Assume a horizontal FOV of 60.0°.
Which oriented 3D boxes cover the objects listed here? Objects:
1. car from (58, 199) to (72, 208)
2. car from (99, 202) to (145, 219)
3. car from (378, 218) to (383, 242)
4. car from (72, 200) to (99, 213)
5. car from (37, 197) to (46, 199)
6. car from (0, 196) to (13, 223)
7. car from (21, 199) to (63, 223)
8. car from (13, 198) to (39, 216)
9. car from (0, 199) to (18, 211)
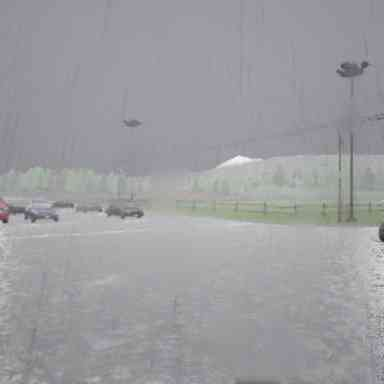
[{"bbox_3d":[-17.830,1.685,46.433,1.895,1.301,4.718,0,0,-36],"label":"car"},{"bbox_3d":[-6.289,1.633,30.463,2.033,1.411,5.357,0,0,-36],"label":"car"},{"bbox_3d":[10.892,1.476,15.817,4.553,1.767,2.097,0,0,-36],"label":"car"},{"bbox_3d":[-11.708,1.649,37.947,1.994,1.385,4.181,0,0,-37],"label":"car"},{"bbox_3d":[-26.825,1.613,59.009,1.812,1.442,4.674,0,0,-36],"label":"car"},{"bbox_3d":[-15.139,1.234,24.778,2.150,2.045,5.566,0,0,-36],"label":"car"},{"bbox_3d":[-11.995,1.563,26.406,1.812,1.442,4.674,0,0,-36],"label":"car"},{"bbox_3d":[-17.352,1.514,33.814,1.882,1.535,5.008,0,0,-36],"label":"car"},{"bbox_3d":[-23.711,1.637,42.611,1.895,1.301,4.718,0,0,-36],"label":"car"}]
